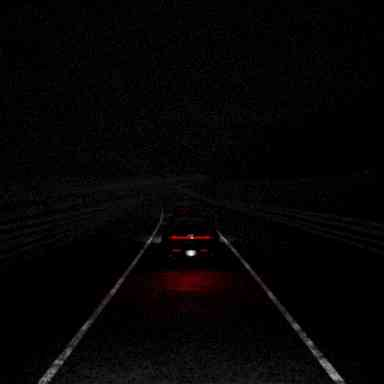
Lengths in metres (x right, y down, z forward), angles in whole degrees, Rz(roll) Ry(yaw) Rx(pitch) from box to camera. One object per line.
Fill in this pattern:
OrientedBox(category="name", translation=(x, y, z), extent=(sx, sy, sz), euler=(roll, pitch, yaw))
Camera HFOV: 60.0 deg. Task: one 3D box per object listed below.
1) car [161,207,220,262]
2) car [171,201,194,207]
OrientedBox(category="car", translation=(-0.076, 1.506, 12.057), extent=(1.837, 1.490, 4.892), euler=(0, 0, -1))
OrientedBox(category="car", translation=(-0.791, 1.479, 28.438), extent=(1.882, 1.535, 5.008), euler=(0, 0, -3))
